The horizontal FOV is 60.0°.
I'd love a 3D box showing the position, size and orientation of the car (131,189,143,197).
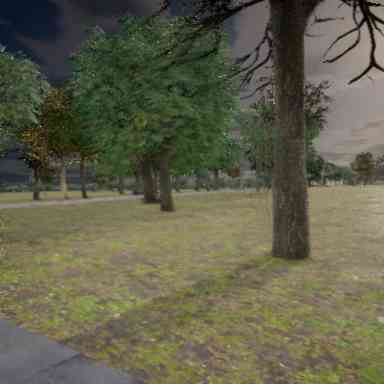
[{"bbox_3d":[-9.346,0.159,63.229,1.895,1.301,4.718,-1,1,38],"label":"car"}]
